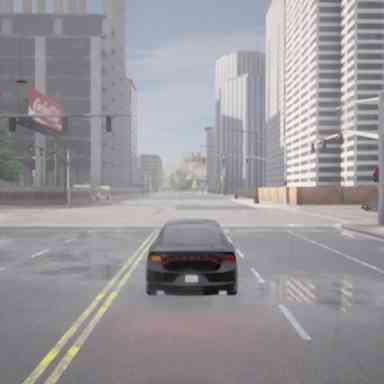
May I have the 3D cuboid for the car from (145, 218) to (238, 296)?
[{"bbox_3d":[0.002,1.401,8.519,1.882,1.535,5.008,0,1,0],"label":"car"}]

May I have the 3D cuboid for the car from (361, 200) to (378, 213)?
[{"bbox_3d":[18.980,1.275,32.694,4.181,1.385,1.994,0,1,-1],"label":"car"}]
